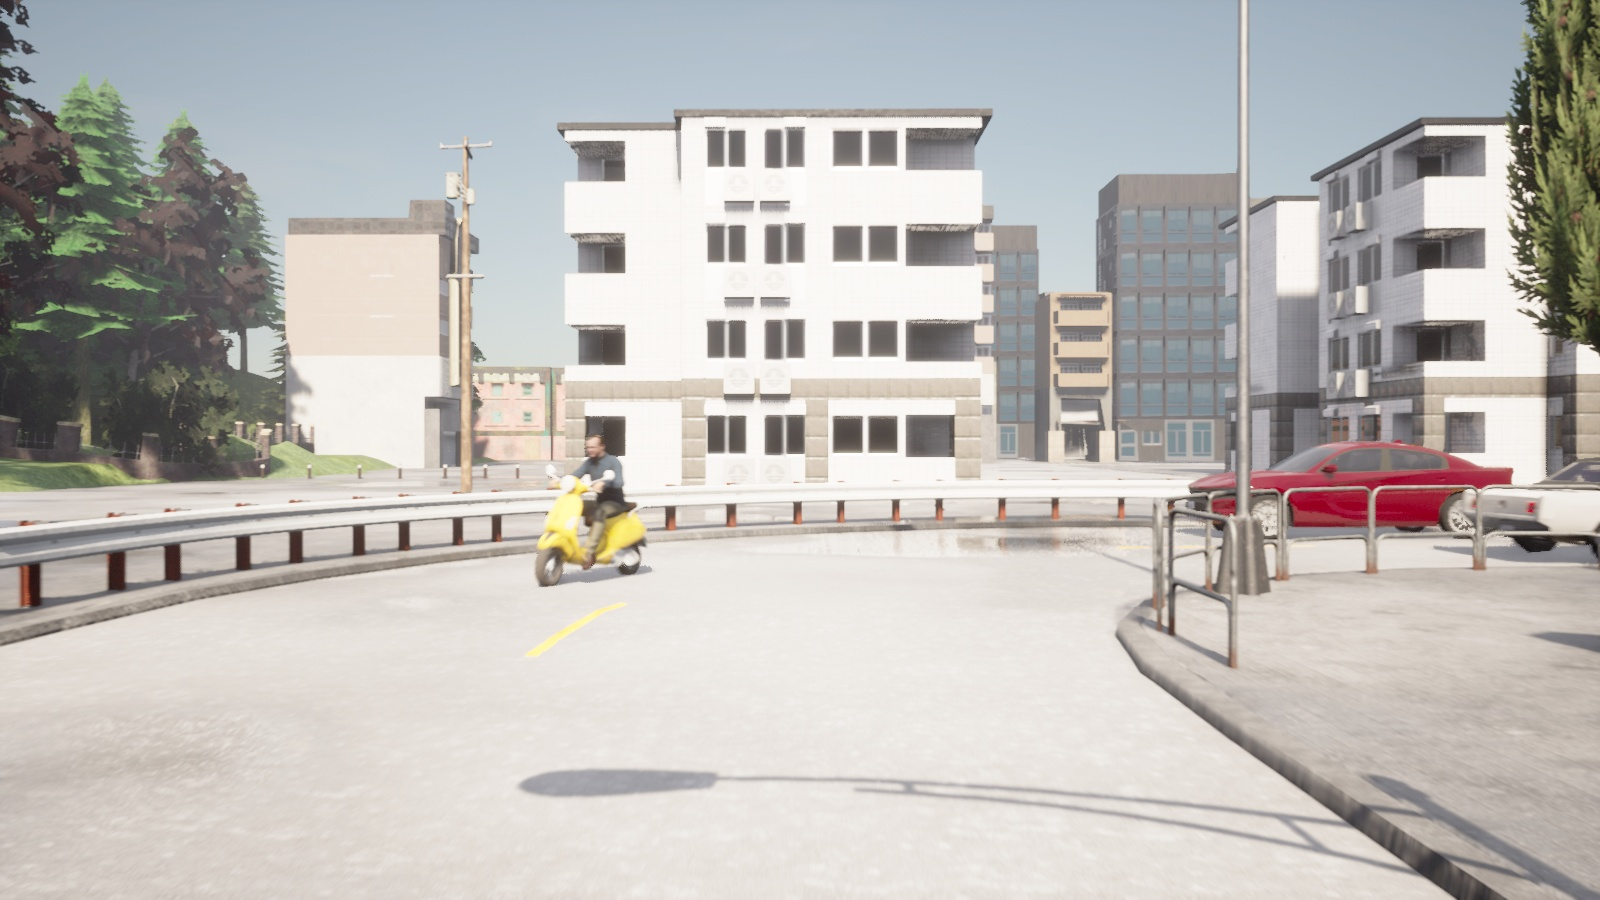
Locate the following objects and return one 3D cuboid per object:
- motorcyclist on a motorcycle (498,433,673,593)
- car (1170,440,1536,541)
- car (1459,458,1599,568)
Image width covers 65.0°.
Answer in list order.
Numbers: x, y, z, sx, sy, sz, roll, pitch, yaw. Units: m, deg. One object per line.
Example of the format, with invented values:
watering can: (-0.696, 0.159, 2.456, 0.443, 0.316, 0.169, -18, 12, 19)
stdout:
motorcyclist on a motorcycle: (-2.277, 0.624, 13.558, 0.866, 1.590, 1.817, 2, 1, 30)
car: (8.706, 0.618, 20.070, 5.008, 1.535, 1.882, 0, 0, -1)
car: (11.329, 0.765, 16.148, 4.718, 1.301, 1.895, 0, 0, -2)
